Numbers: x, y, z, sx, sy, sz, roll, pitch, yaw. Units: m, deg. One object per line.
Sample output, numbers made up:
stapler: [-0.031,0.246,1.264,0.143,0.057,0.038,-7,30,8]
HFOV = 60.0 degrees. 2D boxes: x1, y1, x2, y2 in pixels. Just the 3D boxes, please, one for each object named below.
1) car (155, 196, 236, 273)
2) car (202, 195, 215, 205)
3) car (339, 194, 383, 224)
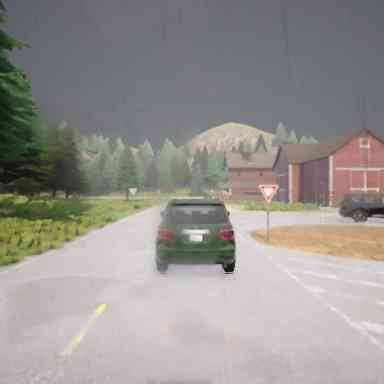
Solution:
car: [0.101,1.216,10.791,2.150,2.045,5.566,0,0,0]
car: [2.969,1.427,60.640,1.816,1.474,4.193,-6,0,-2]
car: [13.269,1.140,23.163,5.566,2.045,2.150,0,0,19]
